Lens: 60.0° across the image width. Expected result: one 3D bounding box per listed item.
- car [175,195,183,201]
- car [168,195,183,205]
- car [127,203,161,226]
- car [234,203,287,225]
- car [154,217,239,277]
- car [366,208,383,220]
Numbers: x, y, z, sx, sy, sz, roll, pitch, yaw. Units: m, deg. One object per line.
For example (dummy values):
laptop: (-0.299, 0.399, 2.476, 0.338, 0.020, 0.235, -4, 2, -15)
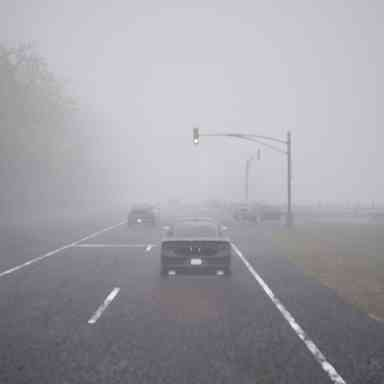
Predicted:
car: (-3.492, 1.612, 91.090, 2.097, 1.767, 4.553, 0, 0, 0)
car: (-3.395, 1.537, 63.481, 2.097, 1.767, 4.553, 0, 0, 0)
car: (-3.397, 1.581, 23.911, 1.837, 1.490, 4.892, 0, 0, 0)
car: (5.141, 1.578, 24.595, 4.902, 1.511, 2.128, 1, -1, -42)
car: (0.111, 1.510, 10.367, 1.882, 1.535, 5.008, 0, 0, 0)
car: (19.249, 1.903, 31.013, 5.357, 1.411, 2.033, 1, -1, 0)
